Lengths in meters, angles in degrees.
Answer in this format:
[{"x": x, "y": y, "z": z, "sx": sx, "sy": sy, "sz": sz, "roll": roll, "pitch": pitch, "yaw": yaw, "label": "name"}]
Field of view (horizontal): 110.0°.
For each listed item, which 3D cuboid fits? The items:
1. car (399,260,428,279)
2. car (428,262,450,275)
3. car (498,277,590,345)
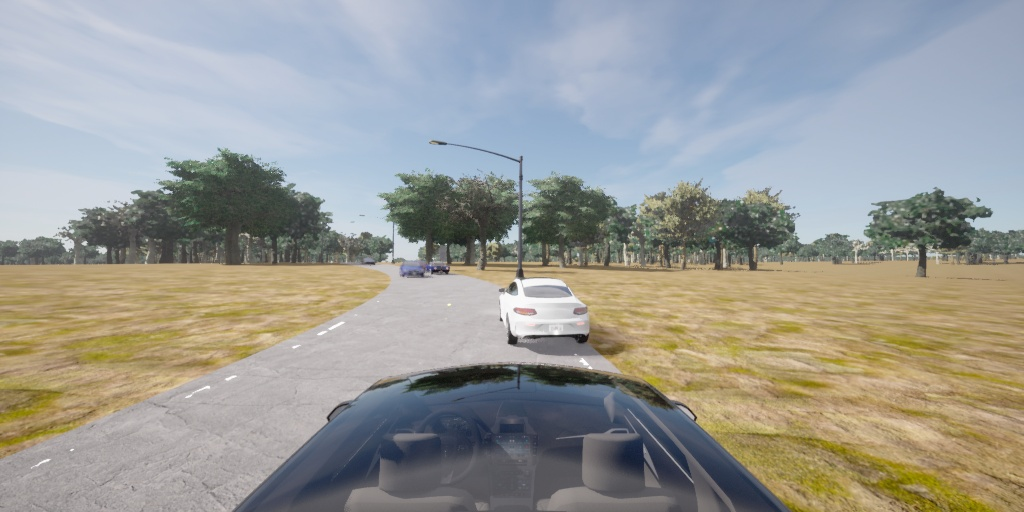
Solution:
[{"x": -8.912, "y": 1.172, "z": 31.794, "sx": 1.812, "sy": 1.442, "sz": 4.674, "roll": 1, "pitch": 0, "yaw": -22, "label": "car"}, {"x": -7.992, "y": 1.246, "z": 37.928, "sx": 1.895, "sy": 1.301, "sz": 4.718, "roll": 1, "pitch": 0, "yaw": -24, "label": "car"}, {"x": 0.665, "y": 1.277, "z": 9.483, "sx": 1.812, "sy": 1.442, "sz": 4.674, "roll": 0, "pitch": 0, "yaw": -5, "label": "car"}]
